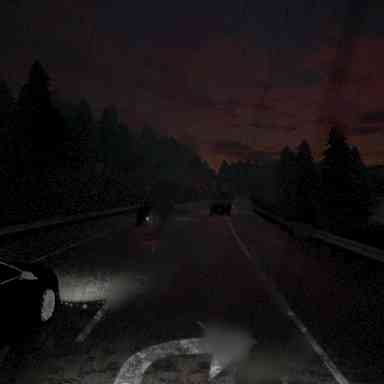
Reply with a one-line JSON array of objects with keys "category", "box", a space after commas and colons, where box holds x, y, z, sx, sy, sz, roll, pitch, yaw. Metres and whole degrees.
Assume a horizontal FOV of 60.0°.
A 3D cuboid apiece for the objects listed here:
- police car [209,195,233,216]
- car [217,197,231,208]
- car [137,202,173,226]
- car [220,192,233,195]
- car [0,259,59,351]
[{"category": "police car", "box": [2.675, 1.360, 31.876, 1.930, 1.638, 5.238, 0, 0, 6]}, {"category": "car", "box": [4.571, 1.429, 47.355, 1.812, 1.442, 4.674, 0, 0, 8]}, {"category": "car", "box": [-2.505, 1.453, 22.918, 1.837, 1.490, 4.892, 0, 0, 4]}, {"category": "car", "box": [3.767, 1.266, 41.490, 2.097, 1.767, 4.553, 0, 0, 7]}, {"category": "car", "box": [-3.321, 1.493, 4.074, 1.837, 1.490, 4.892, 0, 0, 1]}]
